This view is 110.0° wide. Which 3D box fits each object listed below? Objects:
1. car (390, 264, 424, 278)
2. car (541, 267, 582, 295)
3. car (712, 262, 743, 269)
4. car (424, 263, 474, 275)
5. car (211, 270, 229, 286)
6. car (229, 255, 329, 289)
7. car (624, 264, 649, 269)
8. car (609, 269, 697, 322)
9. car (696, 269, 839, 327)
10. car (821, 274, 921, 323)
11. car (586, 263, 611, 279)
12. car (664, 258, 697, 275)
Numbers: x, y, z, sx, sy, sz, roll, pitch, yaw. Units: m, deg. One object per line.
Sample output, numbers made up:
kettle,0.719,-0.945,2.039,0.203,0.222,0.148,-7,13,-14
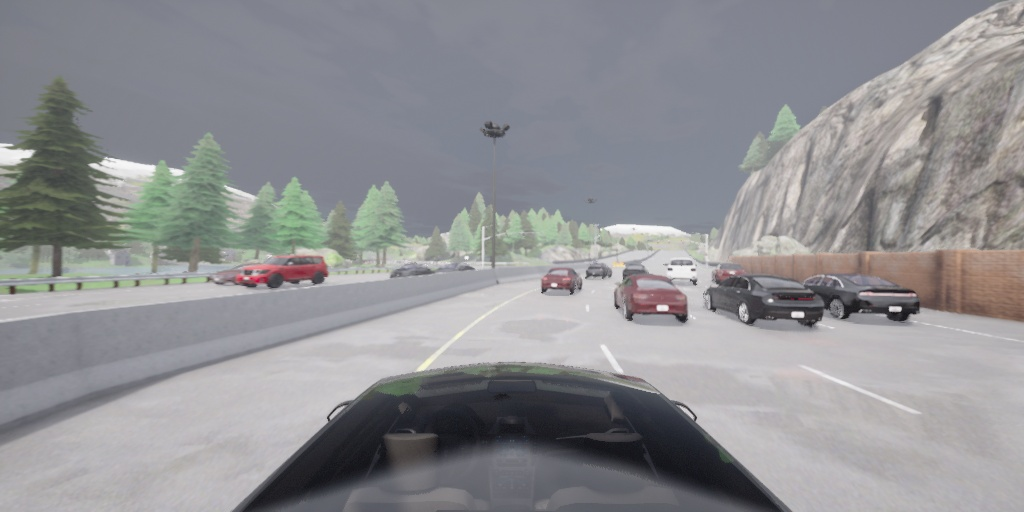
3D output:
car,-8.499,1.370,30.737,1.994,1.385,4.181,0,0,21
car,2.956,1.385,20.992,1.812,1.442,4.674,0,0,19
car,17.596,1.370,29.255,2.097,1.767,4.553,0,0,23
car,-4.901,1.326,30.379,2.128,1.511,4.902,0,0,22
car,-17.746,1.225,24.538,1.812,1.442,4.674,0,0,15
car,-14.539,0.943,23.242,2.150,2.045,5.566,0,0,15
car,10.534,1.442,30.560,1.882,1.535,5.008,0,0,23
car,4.746,1.364,12.697,1.812,1.442,4.674,0,0,9
car,8.184,1.369,12.167,1.837,1.490,4.892,0,0,9
car,11.935,1.392,13.090,2.128,1.511,4.902,0,0,11
car,8.610,1.462,35.351,2.128,1.511,4.902,0,0,25
car,13.788,1.208,29.353,2.150,2.045,5.566,0,0,23
